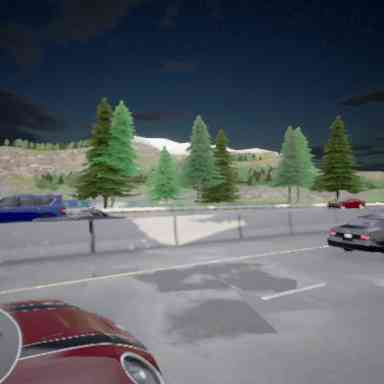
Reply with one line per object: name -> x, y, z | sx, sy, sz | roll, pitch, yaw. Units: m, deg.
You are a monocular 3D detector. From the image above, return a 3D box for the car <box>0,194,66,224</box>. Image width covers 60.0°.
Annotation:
car -> -9.807, 1.159, 18.354 | 5.566, 2.045, 2.150 | 0, 0, -34

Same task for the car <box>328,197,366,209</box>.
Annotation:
car -> 19.220, 1.385, 41.357 | 5.008, 1.535, 1.882 | 0, 0, -21

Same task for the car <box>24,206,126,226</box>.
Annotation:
car -> -5.679, 1.547, 16.897 | 4.718, 1.301, 1.895 | 0, 0, -33

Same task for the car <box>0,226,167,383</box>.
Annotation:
car -> -2.331, 1.343, 1.978 | 4.553, 1.767, 2.097 | 0, 0, -36

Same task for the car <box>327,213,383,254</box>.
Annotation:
car -> 7.435, 1.521, 12.439 | 5.357, 1.411, 2.033 | 0, 0, -30
